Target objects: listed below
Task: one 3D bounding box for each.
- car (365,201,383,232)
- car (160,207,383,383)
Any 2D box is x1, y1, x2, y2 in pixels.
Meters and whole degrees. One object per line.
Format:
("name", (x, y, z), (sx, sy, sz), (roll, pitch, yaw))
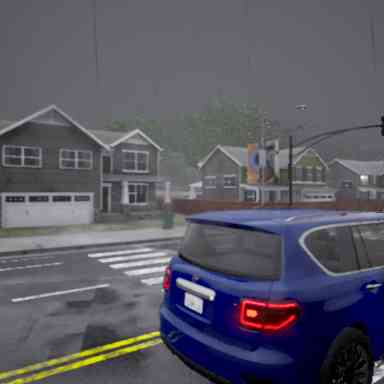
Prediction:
("car", (13.187, 1.501, 21.066), (4.553, 1.767, 2.097), (0, 0, -36))
("car", (2.201, 1.254, 5.008), (5.566, 2.045, 2.150), (0, 0, -35))
